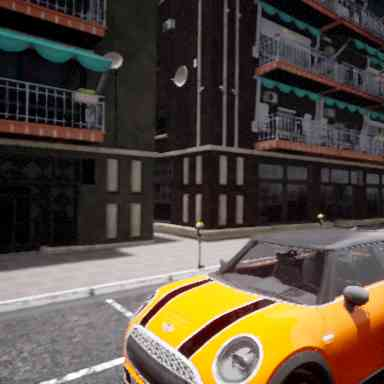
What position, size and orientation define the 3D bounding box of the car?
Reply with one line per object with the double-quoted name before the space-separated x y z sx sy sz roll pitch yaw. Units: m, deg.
"car" 1.434 1.351 4.401 4.553 1.767 2.097 0 0 -35
